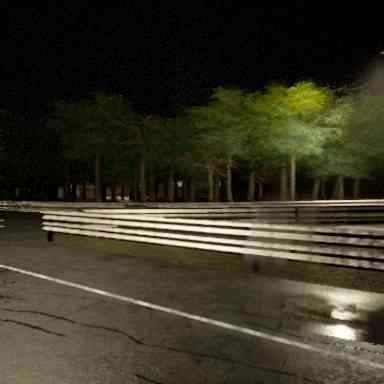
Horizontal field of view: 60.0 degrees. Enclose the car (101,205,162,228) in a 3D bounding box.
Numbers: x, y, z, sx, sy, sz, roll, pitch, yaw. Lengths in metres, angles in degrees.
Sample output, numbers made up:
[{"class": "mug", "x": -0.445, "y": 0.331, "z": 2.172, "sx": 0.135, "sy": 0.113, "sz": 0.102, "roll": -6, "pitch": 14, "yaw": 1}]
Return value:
[{"class": "car", "x": -3.985, "y": 1.527, "z": 21.278, "sx": 4.181, "sy": 1.385, "sz": 1.994, "roll": -1, "pitch": 0, "yaw": 15}]
